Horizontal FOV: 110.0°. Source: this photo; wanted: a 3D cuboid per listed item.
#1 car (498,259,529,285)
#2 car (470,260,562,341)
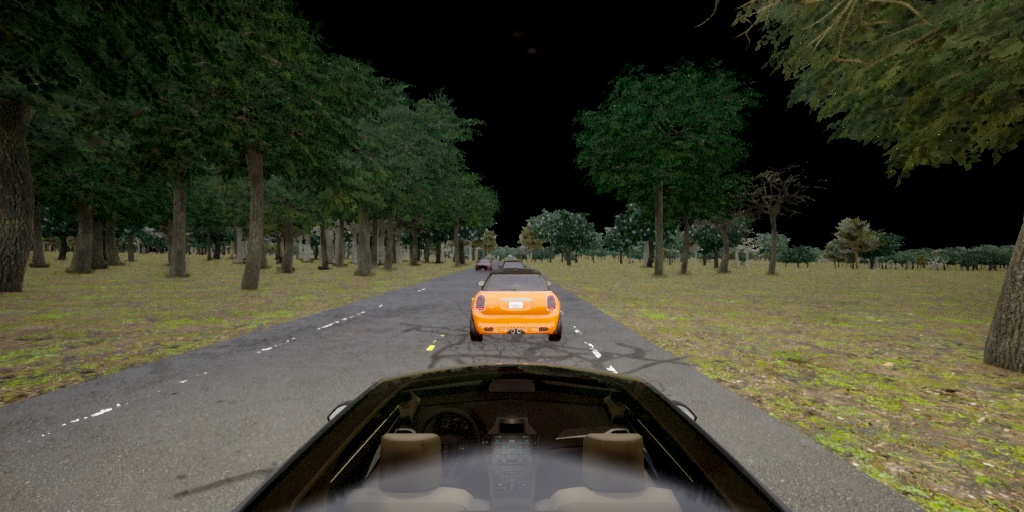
[{"bbox_3d":[0.043,1.103,26.753,2.097,1.767,4.553,0,0,-1],"label":"car"},{"bbox_3d":[0.082,1.102,10.016,2.097,1.767,4.553,0,0,0],"label":"car"}]
